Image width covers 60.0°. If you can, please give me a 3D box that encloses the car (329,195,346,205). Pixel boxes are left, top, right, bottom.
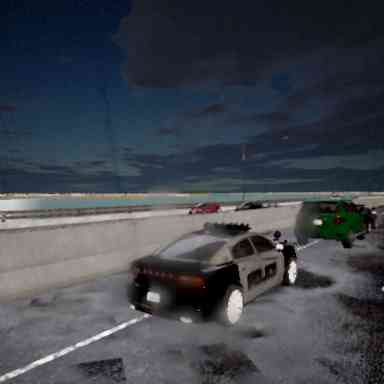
[{"bbox_3d":[31.165,1.582,71.272,2.150,2.045,5.566,-1,-1,37],"label":"car"}]

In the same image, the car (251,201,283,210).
[{"bbox_3d":[8.113,1.820,34.041,1.994,1.385,4.181,-1,-1,36],"label":"car"}]

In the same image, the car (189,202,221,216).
[{"bbox_3d":[1.514,1.870,36.860,1.812,1.442,4.674,-1,-1,36],"label":"car"}]

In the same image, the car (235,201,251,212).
[{"bbox_3d":[6.670,1.785,38.025,1.882,1.535,5.008,-1,-1,36],"label":"car"}]

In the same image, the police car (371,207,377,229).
[{"bbox_3d":[10.126,1.536,20.492,1.930,1.638,5.238,-1,-1,36],"label":"police car"}]

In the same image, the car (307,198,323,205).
[{"bbox_3d":[26.064,1.916,70.273,1.812,1.442,4.674,-1,-1,37],"label":"car"}]

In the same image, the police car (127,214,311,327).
[{"bbox_3d":[0.869,1.496,7.472,1.930,1.638,5.238,-1,-1,35],"label":"police car"}]

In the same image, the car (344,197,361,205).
[{"bbox_3d":[32.511,1.814,67.213,2.033,1.411,5.357,-1,-1,37],"label":"car"}]

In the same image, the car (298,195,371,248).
[{"bbox_3d":[6.599,1.321,15.553,2.150,2.045,5.566,-1,-1,35],"label":"car"}]
